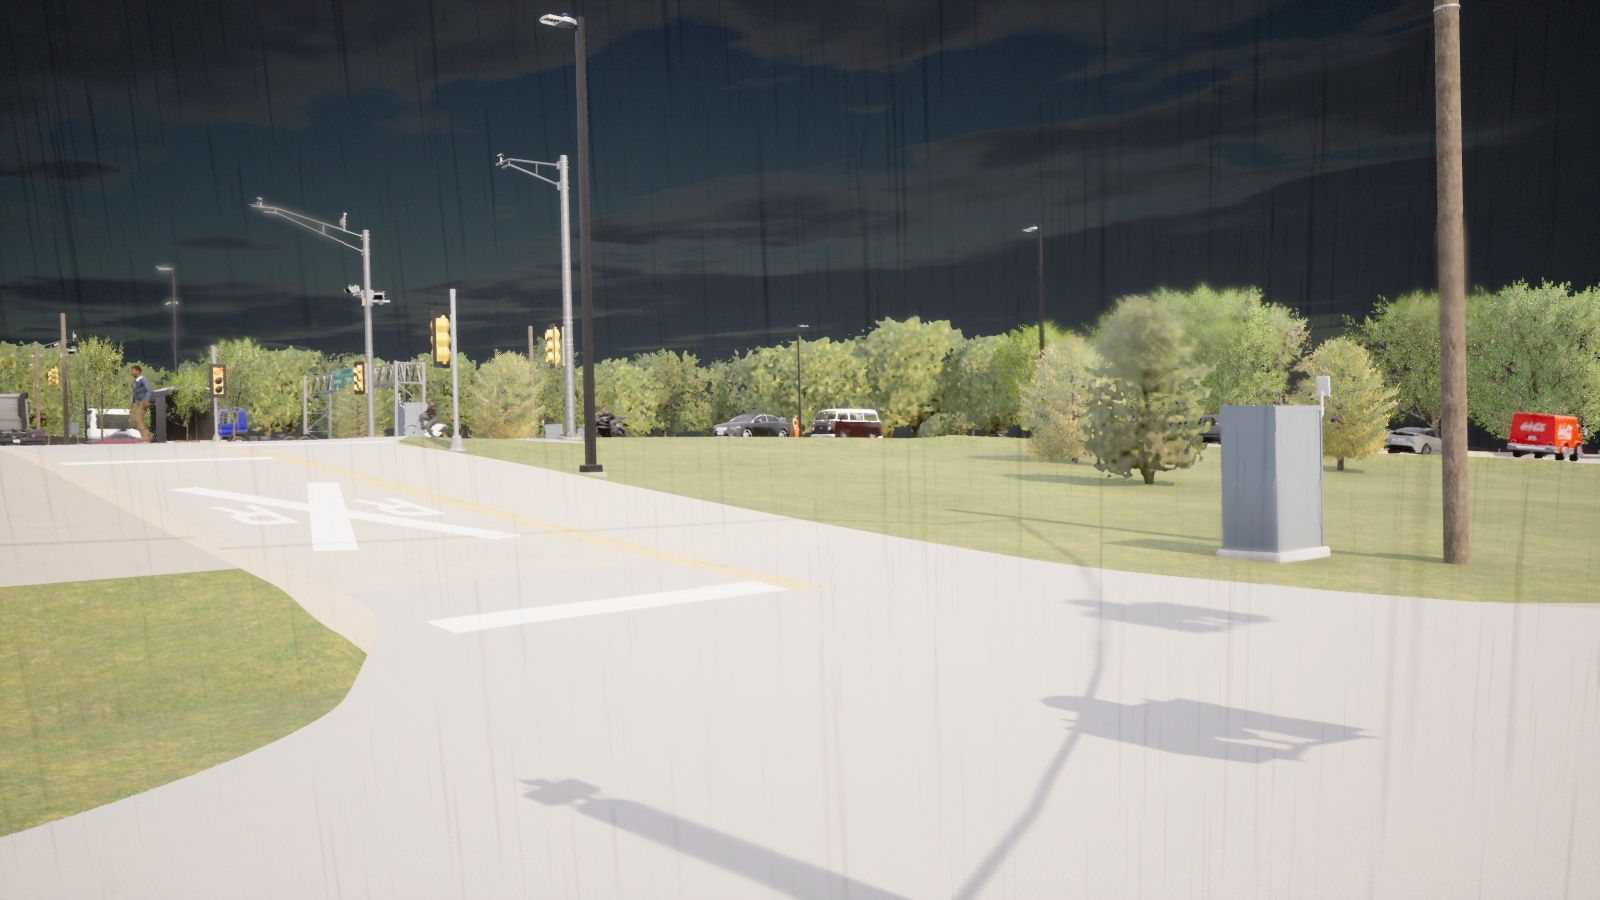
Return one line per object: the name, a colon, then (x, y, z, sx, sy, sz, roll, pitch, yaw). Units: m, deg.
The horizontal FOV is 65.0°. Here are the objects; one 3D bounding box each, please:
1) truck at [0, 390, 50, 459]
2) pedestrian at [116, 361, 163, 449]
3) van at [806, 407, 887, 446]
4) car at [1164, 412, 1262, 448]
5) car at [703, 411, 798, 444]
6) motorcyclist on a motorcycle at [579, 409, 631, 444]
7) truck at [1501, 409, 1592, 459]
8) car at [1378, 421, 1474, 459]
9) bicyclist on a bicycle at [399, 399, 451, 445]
truck: (-42.445, -1.262, 67.002, 2.891, 3.462, 7.936, -2, 1, -39)
pedestrian: (-14.885, -1.006, 28.295, 0.423, 1.949, 0.788, -1, 1, 42)
van: (2.612, -1.298, 70.299, 2.069, 2.038, 4.480, -1, -1, 43)
car: (22.146, -1.099, 67.436, 1.932, 1.855, 4.605, -2, 3, -44)
car: (-2.425, -1.099, 62.692, 2.128, 1.511, 4.902, -1, -1, 36)
motorcyclist on a motorcycle: (-8.685, -1.045, 55.954, 0.866, 1.530, 2.191, -1, 0, 44)
truck: (41.475, -0.874, 69.732, 5.204, 2.467, 2.627, 2, 4, -41)
car: (30.965, -0.498, 62.122, 4.514, 1.525, 2.007, 3, 3, -31)
bicyclist on a bicycle: (-14.935, -1.116, 49.988, 1.843, 1.776, 0.659, -1, 0, -41)
